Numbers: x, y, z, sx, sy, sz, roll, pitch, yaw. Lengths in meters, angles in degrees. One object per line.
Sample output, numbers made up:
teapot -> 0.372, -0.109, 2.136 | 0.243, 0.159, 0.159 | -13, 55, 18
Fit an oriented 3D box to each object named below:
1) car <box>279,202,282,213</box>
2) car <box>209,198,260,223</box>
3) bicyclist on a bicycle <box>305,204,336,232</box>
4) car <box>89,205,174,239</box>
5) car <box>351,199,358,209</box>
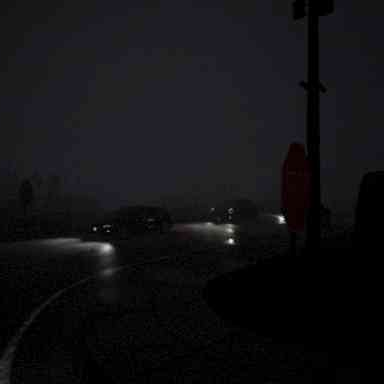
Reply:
car -> 11.185, 1.184, 35.172 | 2.150, 2.045, 5.566 | 0, 0, 39
car -> 3.268, 1.315, 25.148 | 2.097, 1.767, 4.553 | 0, 0, 38
bicyclist on a bicycle -> 6.685, 1.265, 17.398 | 1.656, 1.620, 0.582 | 0, 0, 38
car -> -2.973, 1.468, 17.236 | 1.837, 1.490, 4.892 | 0, 0, 38
car -> 21.877, 1.529, 42.771 | 1.994, 1.385, 4.181 | 0, 0, 38
